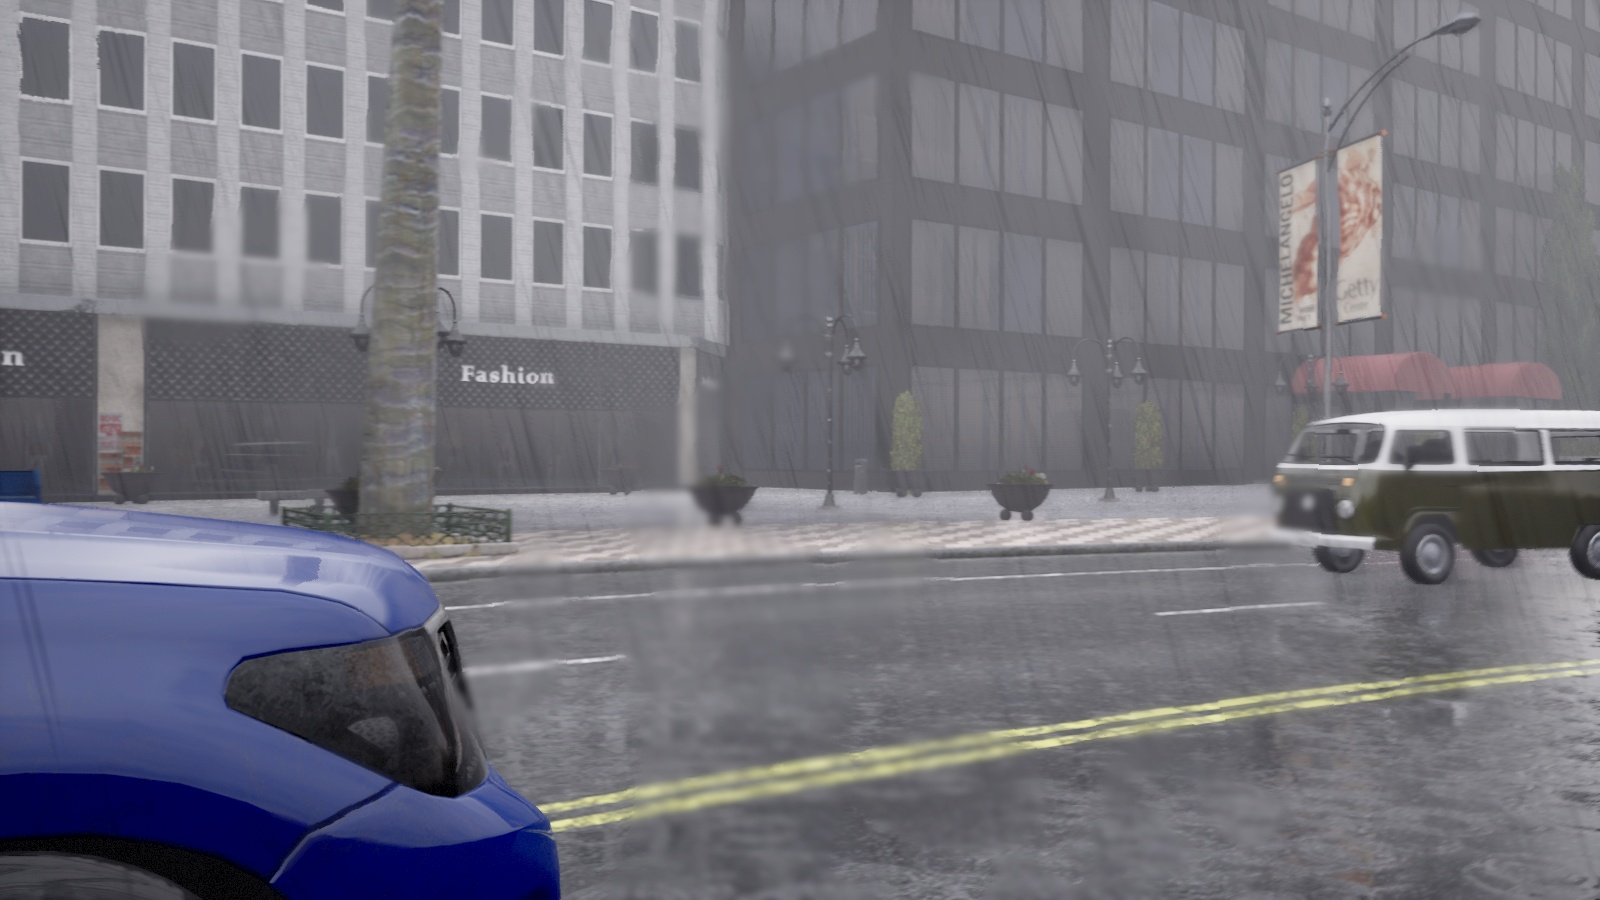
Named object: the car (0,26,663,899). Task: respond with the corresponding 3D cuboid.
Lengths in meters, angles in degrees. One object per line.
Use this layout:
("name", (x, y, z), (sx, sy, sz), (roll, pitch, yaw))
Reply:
("car", (-3.135, 0.474, 1.480), (5.566, 2.045, 2.150), (0, 0, -35))

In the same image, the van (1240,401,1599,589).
("van", (7.912, 0.488, 15.242), (4.480, 2.038, 2.069), (0, 0, -16))
